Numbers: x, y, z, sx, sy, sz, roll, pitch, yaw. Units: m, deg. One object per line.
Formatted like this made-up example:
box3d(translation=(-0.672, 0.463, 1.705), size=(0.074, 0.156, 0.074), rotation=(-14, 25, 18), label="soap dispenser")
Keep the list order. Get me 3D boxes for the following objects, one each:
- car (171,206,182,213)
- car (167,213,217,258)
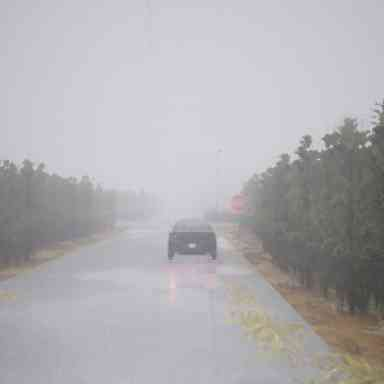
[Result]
box3d(translation=(-3.103, 3.635, 67.009), size=(1.837, 1.490, 4.892), rotation=(0, -1, 0), label="car")
box3d(translation=(0.024, 1.852, 14.331), size=(1.882, 1.535, 5.008), rotation=(0, -2, 0), label="car")
